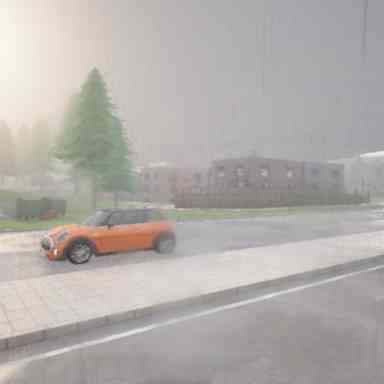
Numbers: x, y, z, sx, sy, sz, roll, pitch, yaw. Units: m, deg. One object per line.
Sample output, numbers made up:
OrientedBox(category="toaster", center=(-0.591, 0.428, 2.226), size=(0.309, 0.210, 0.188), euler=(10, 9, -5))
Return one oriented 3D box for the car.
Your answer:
OrientedBox(category="car", center=(-2.842, 1.361, 11.782), size=(4.553, 1.767, 2.097), euler=(0, 0, -35))
